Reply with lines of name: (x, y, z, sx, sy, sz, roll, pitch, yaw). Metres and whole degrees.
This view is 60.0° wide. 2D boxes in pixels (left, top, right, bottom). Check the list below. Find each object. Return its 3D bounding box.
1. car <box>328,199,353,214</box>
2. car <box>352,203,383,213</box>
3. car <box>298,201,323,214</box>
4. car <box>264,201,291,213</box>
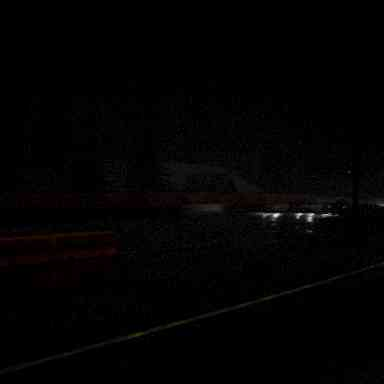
car: (17.977, 1.686, 39.811, 2.097, 1.767, 4.553, -1, -1, 41)
car: (19.239, 1.863, 35.908, 1.994, 1.385, 4.181, 0, -1, 41)
car: (14.890, 1.879, 41.560, 1.812, 1.442, 4.674, 0, -1, 41)
car: (10.875, 1.890, 42.278, 1.812, 1.442, 4.674, 0, 0, 41)
